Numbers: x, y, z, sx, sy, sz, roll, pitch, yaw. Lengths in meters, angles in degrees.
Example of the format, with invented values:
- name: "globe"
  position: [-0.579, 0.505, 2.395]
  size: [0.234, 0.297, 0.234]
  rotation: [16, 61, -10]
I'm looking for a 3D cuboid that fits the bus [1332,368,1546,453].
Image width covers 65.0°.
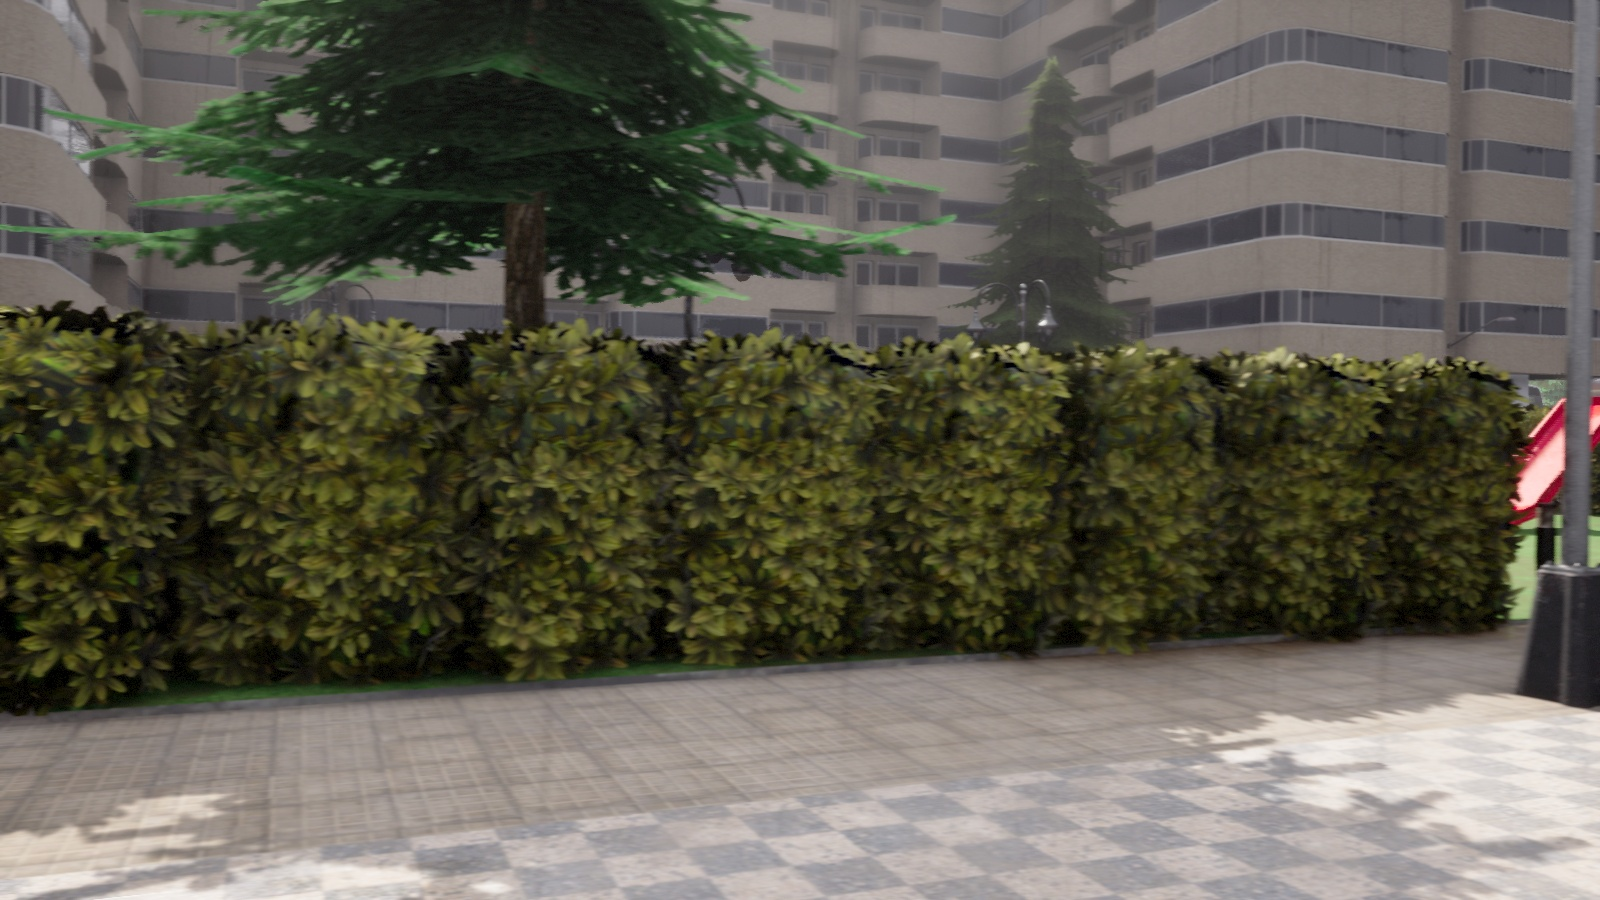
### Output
- name: "bus"
  position: [34.252, -2.065, 67.995]
  size: [3.944, 4.253, 10.273]
  rotation: [-1, 1, -22]
